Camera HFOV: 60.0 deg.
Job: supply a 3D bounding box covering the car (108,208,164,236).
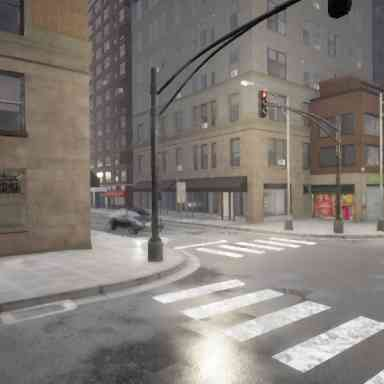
[{"bbox_3d":[-3.517,1.699,19.987,1.812,1.442,4.674,-1,0,-37],"label":"car"}]
